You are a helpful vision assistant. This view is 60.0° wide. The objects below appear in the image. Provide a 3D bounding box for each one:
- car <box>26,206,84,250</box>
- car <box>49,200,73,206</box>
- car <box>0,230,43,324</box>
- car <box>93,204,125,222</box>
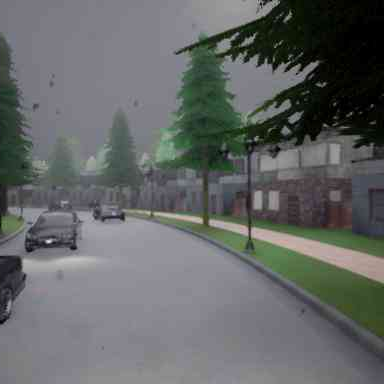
[{"bbox_3d":[-5.825,1.572,14.461,1.837,1.490,4.892,0,0,-15],"label":"car"},{"bbox_3d":[-16.342,1.714,41.508,1.812,1.442,4.674,0,0,-40],"label":"car"},{"bbox_3d":[-4.016,1.582,4.396,2.033,1.411,5.357,0,0,-6],"label":"car"},{"bbox_3d":[-6.998,1.666,27.833,1.994,1.385,4.181,0,0,-27],"label":"car"}]
